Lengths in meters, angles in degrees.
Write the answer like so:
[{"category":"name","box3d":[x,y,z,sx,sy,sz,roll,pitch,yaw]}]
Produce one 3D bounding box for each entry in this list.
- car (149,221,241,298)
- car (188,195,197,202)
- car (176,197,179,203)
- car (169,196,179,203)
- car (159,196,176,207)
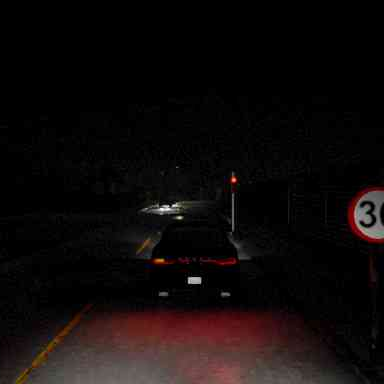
[{"category":"car","box3d":[0.073,1.478,8.600,1.882,1.535,5.008,0,0,1]},{"category":"car","box3d":[0.182,1.339,71.375,1.812,1.442,4.674,0,0,0]},{"category":"car","box3d":[-3.918,1.492,60.401,2.128,1.511,4.902,0,0,0]},{"category":"car","box3d":[-3.820,1.595,70.453,1.895,1.301,4.718,0,0,0]},{"category":"car","box3d":[-3.965,1.491,50.921,2.128,1.511,4.902,0,0,0]}]
